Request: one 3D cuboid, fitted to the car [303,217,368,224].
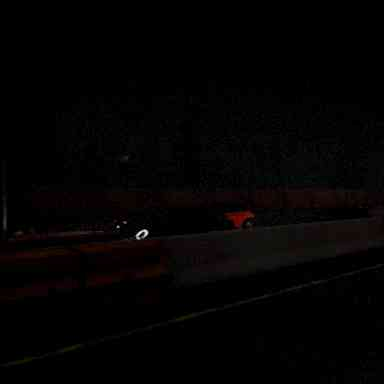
[{"bbox_3d":[8.136,1.472,18.310,4.892,1.490,1.837,0,0,-35],"label":"car"}]

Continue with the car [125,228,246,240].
[{"bbox_3d":[-0.509,1.340,12.205,4.553,1.767,2.097,0,0,-35],"label":"car"}]
